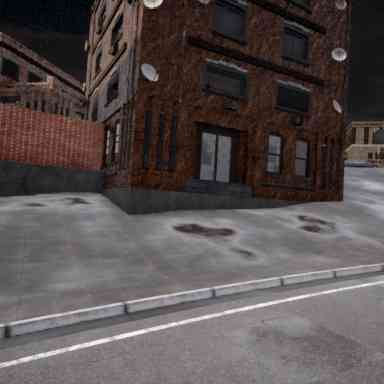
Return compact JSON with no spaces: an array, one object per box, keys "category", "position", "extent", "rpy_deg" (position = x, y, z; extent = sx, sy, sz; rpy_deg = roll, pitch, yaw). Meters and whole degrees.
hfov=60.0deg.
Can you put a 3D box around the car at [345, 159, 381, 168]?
[{"category":"car","position":[21.221,-3.296,41.901],"extent":[4.553,1.767,2.185],"rpy_deg":[2,-3,15]}]
